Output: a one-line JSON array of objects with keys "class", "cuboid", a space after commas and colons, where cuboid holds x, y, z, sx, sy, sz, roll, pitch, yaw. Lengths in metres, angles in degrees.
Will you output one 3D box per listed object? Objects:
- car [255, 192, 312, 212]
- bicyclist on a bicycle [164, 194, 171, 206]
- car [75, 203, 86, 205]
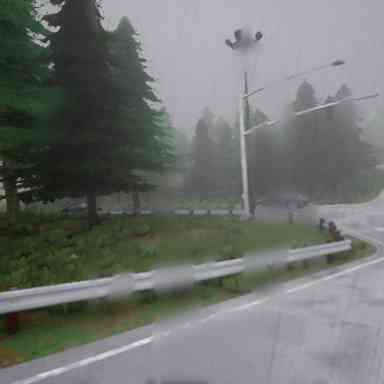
[{"class": "car", "cuboid": [7.351, 0.796, 27.526, 4.892, 1.490, 1.837, -2, 1, 36]}, {"class": "bicyclist on a bicycle", "cuboid": [-2.623, 1.036, 36.597, 0.582, 1.620, 1.656, -3, -1, 26]}, {"class": "car", "cuboid": [-10.835, 1.795, 32.686, 4.181, 1.385, 1.994, -2, 3, 26]}]
